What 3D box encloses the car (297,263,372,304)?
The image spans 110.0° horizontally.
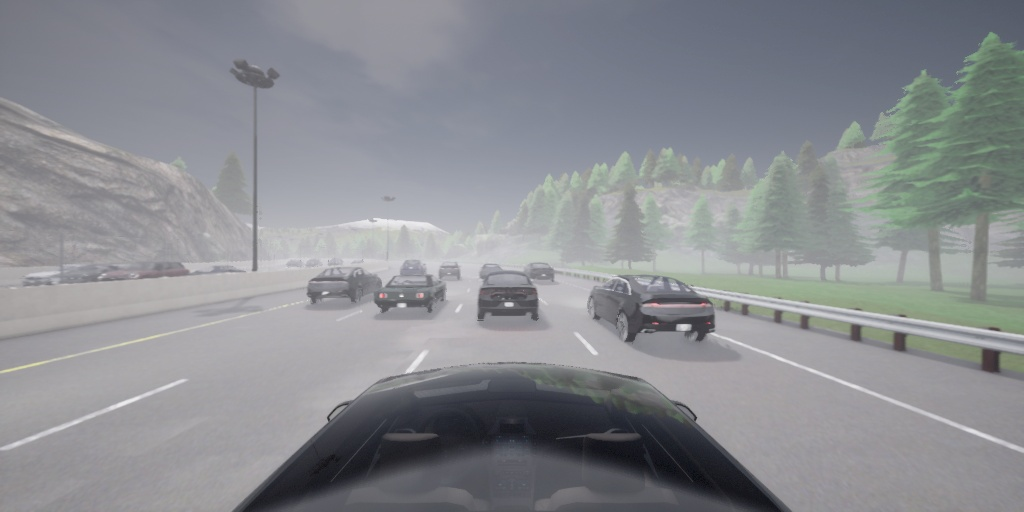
[{"bbox_3d":[-7.419,1.242,16.349,2.128,1.511,4.902,0,0,-4],"label":"car"}]

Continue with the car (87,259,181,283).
[{"bbox_3d":[-22.113,1.104,21.810,2.097,1.767,4.553,0,0,-6],"label":"car"}]

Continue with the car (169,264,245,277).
[{"bbox_3d":[-18.676,1.315,22.677,1.994,1.385,4.181,0,0,-6],"label":"car"}]

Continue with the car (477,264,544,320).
[{"bbox_3d":[-0.202,1.227,12.673,1.882,1.535,5.008,0,0,-3],"label":"car"}]

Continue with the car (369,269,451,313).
[{"bbox_3d":[-3.765,1.351,14.140,1.895,1.301,4.718,0,0,-3],"label":"car"}]

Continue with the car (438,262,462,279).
[{"bbox_3d":[-5.507,1.241,31.925,2.128,1.511,4.902,0,0,-8],"label":"car"}]

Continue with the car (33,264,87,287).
[{"bbox_3d":[-25.689,1.243,22.465,2.128,1.511,4.902,0,0,-6],"label":"car"}]

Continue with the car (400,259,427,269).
[{"bbox_3d":[-9.436,1.101,34.529,2.097,1.767,4.553,0,0,-8],"label":"car"}]

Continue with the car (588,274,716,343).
[{"bbox_3d":[3.426,1.241,9.719,2.128,1.511,4.902,0,0,-2],"label":"car"}]

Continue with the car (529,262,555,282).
[{"bbox_3d":[2.010,1.226,28.360,1.882,1.535,5.008,0,0,-7],"label":"car"}]

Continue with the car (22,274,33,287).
[{"bbox_3d":[-29.376,1.278,24.076,1.812,1.442,4.674,0,0,-7],"label":"car"}]
